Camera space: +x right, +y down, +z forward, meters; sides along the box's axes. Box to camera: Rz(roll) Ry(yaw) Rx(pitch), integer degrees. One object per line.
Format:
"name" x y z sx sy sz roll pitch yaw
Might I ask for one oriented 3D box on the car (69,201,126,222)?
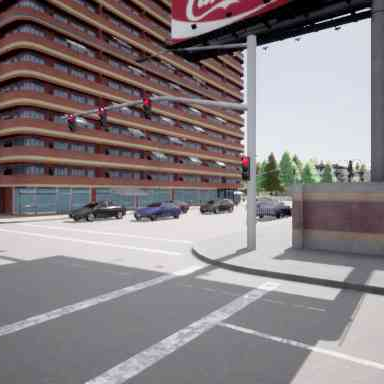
"car" -7.447 1.505 26.629 1.837 1.490 4.892 0 0 35

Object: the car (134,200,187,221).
"car" -2.700 1.526 27.250 1.812 1.442 4.674 0 0 35

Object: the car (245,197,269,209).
"car" 8.626 1.526 43.311 1.812 1.442 4.674 0 0 35

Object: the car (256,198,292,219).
"car" 7.332 1.547 29.017 2.033 1.411 5.357 0 0 35

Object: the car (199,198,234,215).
"car" 2.647 1.504 34.862 1.837 1.490 4.892 0 0 35

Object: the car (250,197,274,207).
"car" 11.222 1.506 52.977 1.837 1.490 4.892 0 0 36

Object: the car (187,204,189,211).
"car" -2.132 1.526 34.146 1.812 1.442 4.674 0 0 35

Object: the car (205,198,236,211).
"car" 3.678 1.526 42.395 1.812 1.442 4.674 0 0 36
